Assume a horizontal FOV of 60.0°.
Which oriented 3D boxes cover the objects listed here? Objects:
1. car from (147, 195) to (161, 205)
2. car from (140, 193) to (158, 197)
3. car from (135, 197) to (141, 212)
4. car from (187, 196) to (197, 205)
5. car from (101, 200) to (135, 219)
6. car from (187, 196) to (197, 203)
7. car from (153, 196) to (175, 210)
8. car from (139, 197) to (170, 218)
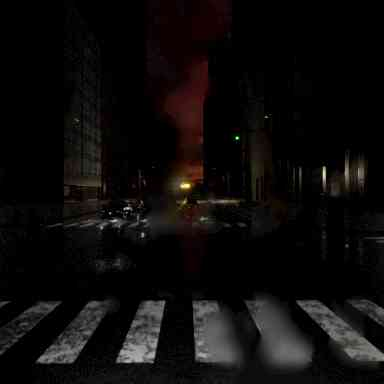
[{"bbox_3d":[-6.649,1.370,58.952,2.097,1.767,4.553,0,0,-1],"label":"car"},{"bbox_3d":[-6.668,1.235,48.690,2.150,2.045,5.566,0,0,0],"label":"car"},{"bbox_3d":[-6.659,1.611,38.779,1.895,1.301,4.718,0,0,0],"label":"car"},{"bbox_3d":[-0.010,1.566,60.533,2.033,1.411,5.357,0,0,0],"label":"car"},{"bbox_3d":[-6.659,1.512,29.515,1.837,1.490,4.892,0,0,0],"label":"car"},{"bbox_3d":[-0.063,1.582,70.860,1.994,1.385,4.181,0,0,0],"label":"car"},{"bbox_3d":[-3.415,1.536,40.089,1.812,1.442,4.674,0,0,0],"label":"car"},{"bbox_3d":[-3.394,1.485,30.808,1.882,1.535,5.008,0,0,0],"label":"car"}]
